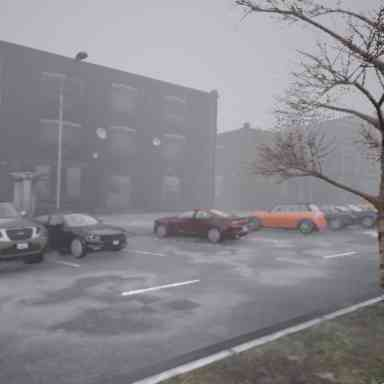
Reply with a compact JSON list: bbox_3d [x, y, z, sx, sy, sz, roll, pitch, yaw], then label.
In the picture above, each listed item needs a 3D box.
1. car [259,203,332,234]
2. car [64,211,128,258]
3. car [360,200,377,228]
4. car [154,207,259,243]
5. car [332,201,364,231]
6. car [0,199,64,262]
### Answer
[{"bbox_3d":[5.384,1.399,19.512,4.553,1.767,2.185,-1,-1,36],"label":"car"},{"bbox_3d":[-4.632,1.478,12.751,5.008,1.535,2.097,-1,-1,35],"label":"car"},{"bbox_3d":[10.417,1.547,22.849,5.008,1.535,2.097,-1,-1,37],"label":"car"},{"bbox_3d":[0.350,1.501,16.161,5.008,1.535,2.097,-1,-1,36],"label":"car"},{"bbox_3d":[7.900,1.537,21.182,4.892,1.521,2.231,-1,-1,37],"label":"car"},{"bbox_3d":[-7.079,1.215,11.002,5.566,2.045,2.435,-1,-1,35],"label":"car"}]
